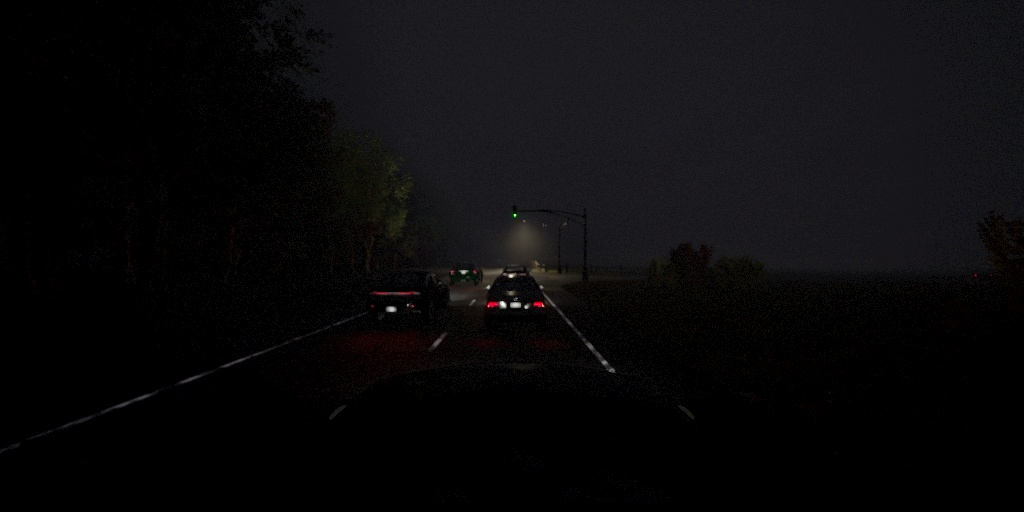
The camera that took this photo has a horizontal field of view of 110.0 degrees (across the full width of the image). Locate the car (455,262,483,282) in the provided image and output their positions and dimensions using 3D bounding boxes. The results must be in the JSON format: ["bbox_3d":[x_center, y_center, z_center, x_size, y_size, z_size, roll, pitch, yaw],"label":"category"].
[{"bbox_3d":[-3.407,1.210,27.405,2.097,1.767,4.553,0,0,0],"label":"car"}]

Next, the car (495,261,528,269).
[{"bbox_3d":[0.329,1.337,24.308,2.128,1.511,4.902,0,0,4],"label":"car"}]

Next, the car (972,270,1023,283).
[{"bbox_3d":[50.196,2.036,36.431,4.718,1.301,1.895,1,-1,0],"label":"car"}]

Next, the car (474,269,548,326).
[{"bbox_3d":[0.099,1.341,11.872,2.033,1.411,5.357,0,0,0],"label":"car"}]

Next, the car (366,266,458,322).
[{"bbox_3d":[-3.401,1.288,12.521,2.128,1.511,4.902,0,0,0],"label":"car"}]
